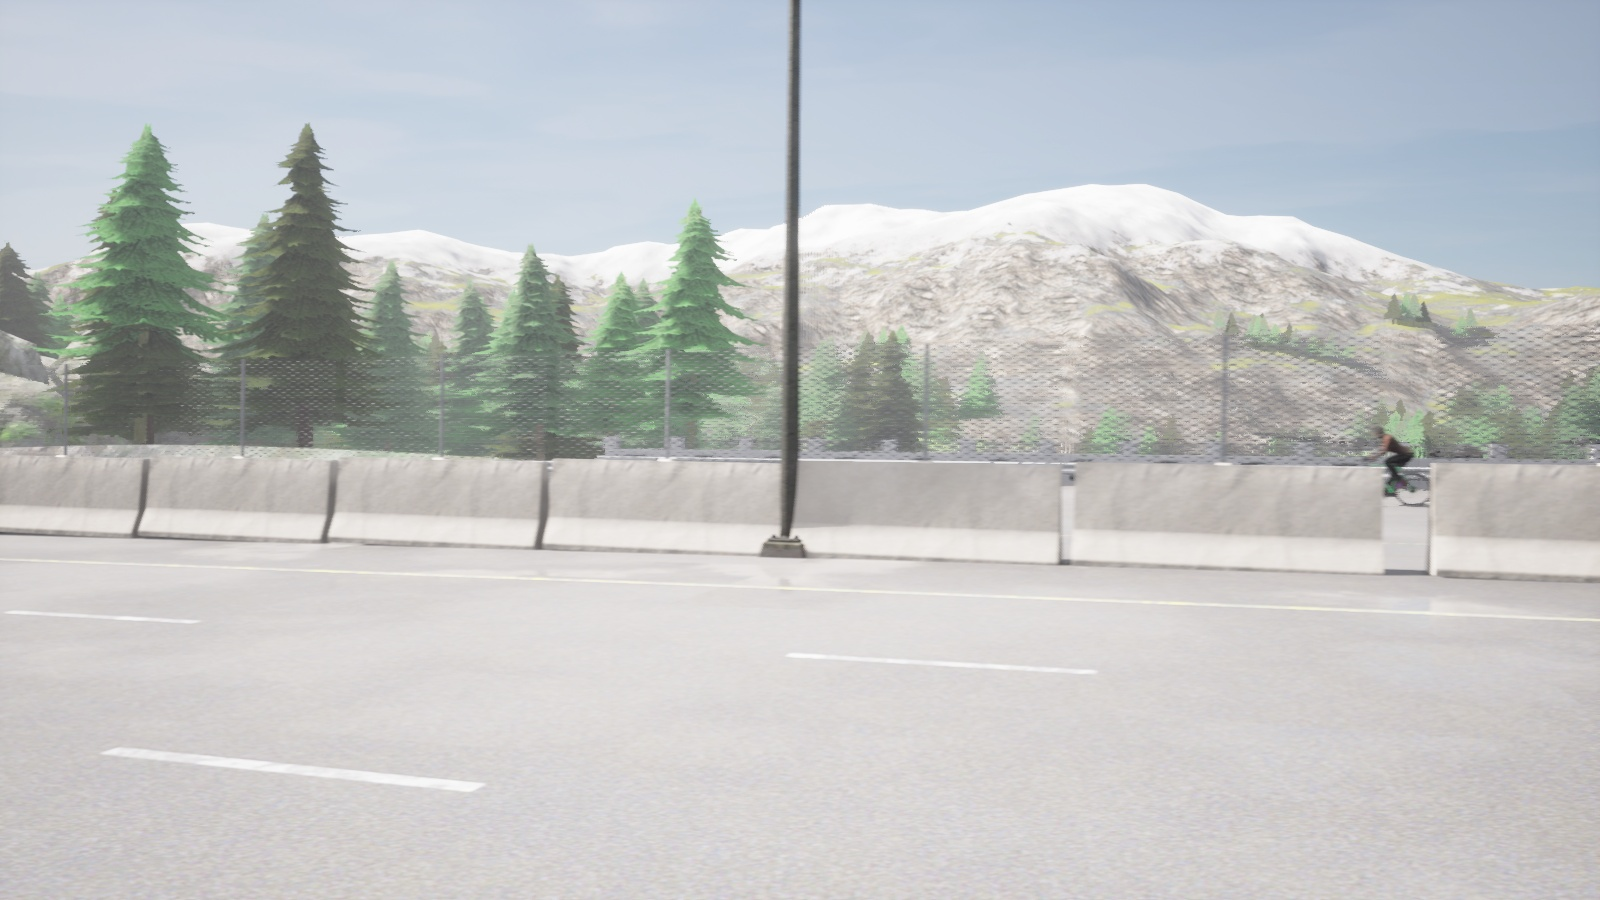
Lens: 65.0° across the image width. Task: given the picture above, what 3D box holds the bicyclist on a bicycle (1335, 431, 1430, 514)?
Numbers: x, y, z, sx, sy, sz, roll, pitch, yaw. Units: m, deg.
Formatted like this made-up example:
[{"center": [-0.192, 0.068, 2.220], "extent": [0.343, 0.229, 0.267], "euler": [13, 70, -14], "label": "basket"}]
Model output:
[{"center": [11.631, 0.427, 25.126], "extent": [1.656, 1.620, 0.582], "euler": [0, 1, 19], "label": "bicyclist on a bicycle"}]
